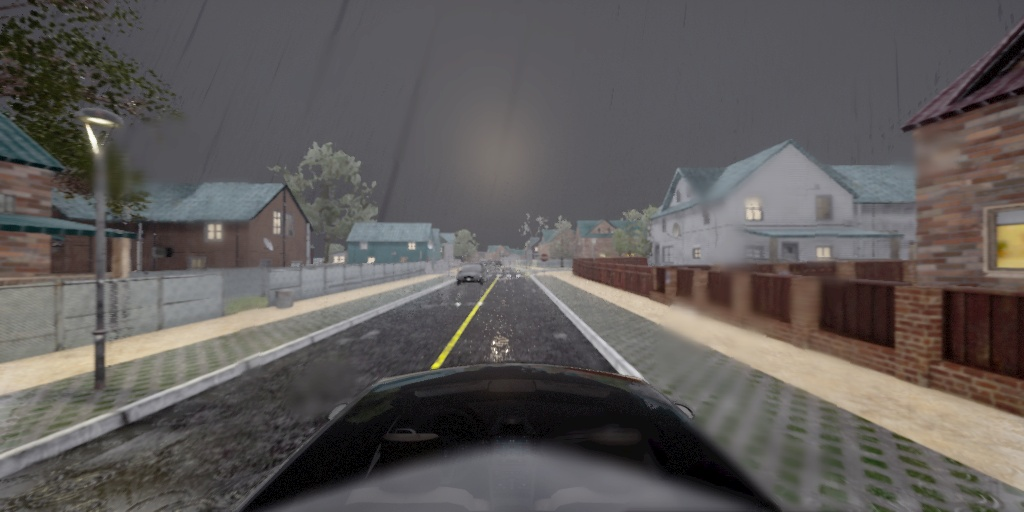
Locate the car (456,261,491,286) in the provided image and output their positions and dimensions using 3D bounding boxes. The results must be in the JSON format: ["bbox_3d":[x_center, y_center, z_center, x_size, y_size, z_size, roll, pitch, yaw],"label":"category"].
[{"bbox_3d":[-2.833,1.305,25.968,1.837,1.490,4.892,0,-1,0],"label":"car"}]
